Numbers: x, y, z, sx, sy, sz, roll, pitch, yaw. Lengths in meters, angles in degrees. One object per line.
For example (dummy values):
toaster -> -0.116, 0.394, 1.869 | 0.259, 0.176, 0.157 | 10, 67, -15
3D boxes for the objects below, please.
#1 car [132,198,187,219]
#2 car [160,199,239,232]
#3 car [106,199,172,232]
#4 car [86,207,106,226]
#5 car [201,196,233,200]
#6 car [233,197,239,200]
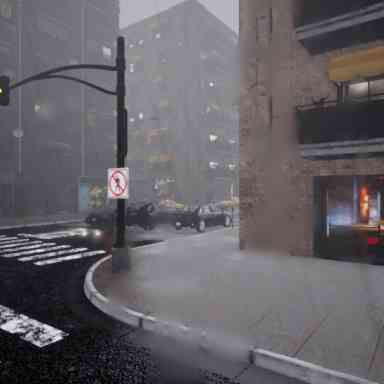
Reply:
car -> -2.574, 1.252, 27.346 | 1.752, 1.417, 4.829 | 1, 1, 36
car -> 0.599, 1.333, 18.293 | 2.008, 1.369, 4.403 | 1, 1, 36
car -> -2.079, 1.291, 18.817 | 2.128, 1.511, 4.902 | 0, 1, 36
car -> -4.436, 1.368, 20.591 | 1.994, 1.385, 4.181 | 0, 1, 36
car -> 1.368, 1.245, 28.595 | 1.994, 1.385, 4.181 | 0, 1, 36
car -> 4.079, 1.111, 36.531 | 1.752, 1.417, 4.829 | 1, 1, 36
